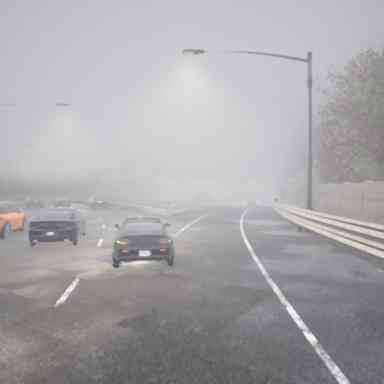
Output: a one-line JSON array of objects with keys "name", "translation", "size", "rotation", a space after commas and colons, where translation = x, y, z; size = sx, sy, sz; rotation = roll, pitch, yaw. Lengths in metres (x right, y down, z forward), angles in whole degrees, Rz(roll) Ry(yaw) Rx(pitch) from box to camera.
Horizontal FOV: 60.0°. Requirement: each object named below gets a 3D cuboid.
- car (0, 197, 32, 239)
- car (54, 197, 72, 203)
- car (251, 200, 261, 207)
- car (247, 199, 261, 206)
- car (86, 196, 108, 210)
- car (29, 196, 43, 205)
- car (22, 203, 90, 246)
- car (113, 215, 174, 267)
[{"name": "car", "translation": [-10.032, 1.340, 17.015], "size": [2.097, 1.767, 4.553], "rotation": [0, 0, -13]}, {"name": "car", "translation": [-18.318, 1.456, 47.039], "size": [1.882, 1.535, 5.008], "rotation": [0, 0, -29]}, {"name": "car", "translation": [15.500, 2.769, 80.081], "size": [1.812, 1.442, 4.674], "rotation": [0, -4, 17]}, {"name": "car", "translation": [12.682, 2.223, 70.087], "size": [2.128, 1.511, 4.902], "rotation": [0, -3, 15]}, {"name": "car", "translation": [-12.477, 1.338, 43.554], "size": [2.097, 1.767, 4.553], "rotation": [0, 0, -26]}, {"name": "car", "translation": [-22.231, 1.325, 46.761], "size": [2.097, 1.767, 4.553], "rotation": [0, 0, -31]}, {"name": "car", "translation": [-6.046, 1.470, 15.403], "size": [1.882, 1.535, 5.008], "rotation": [0, 0, -12]}, {"name": "car", "translation": [-1.696, 1.524, 11.420], "size": [1.812, 1.442, 4.674], "rotation": [0, 0, -10]}]
